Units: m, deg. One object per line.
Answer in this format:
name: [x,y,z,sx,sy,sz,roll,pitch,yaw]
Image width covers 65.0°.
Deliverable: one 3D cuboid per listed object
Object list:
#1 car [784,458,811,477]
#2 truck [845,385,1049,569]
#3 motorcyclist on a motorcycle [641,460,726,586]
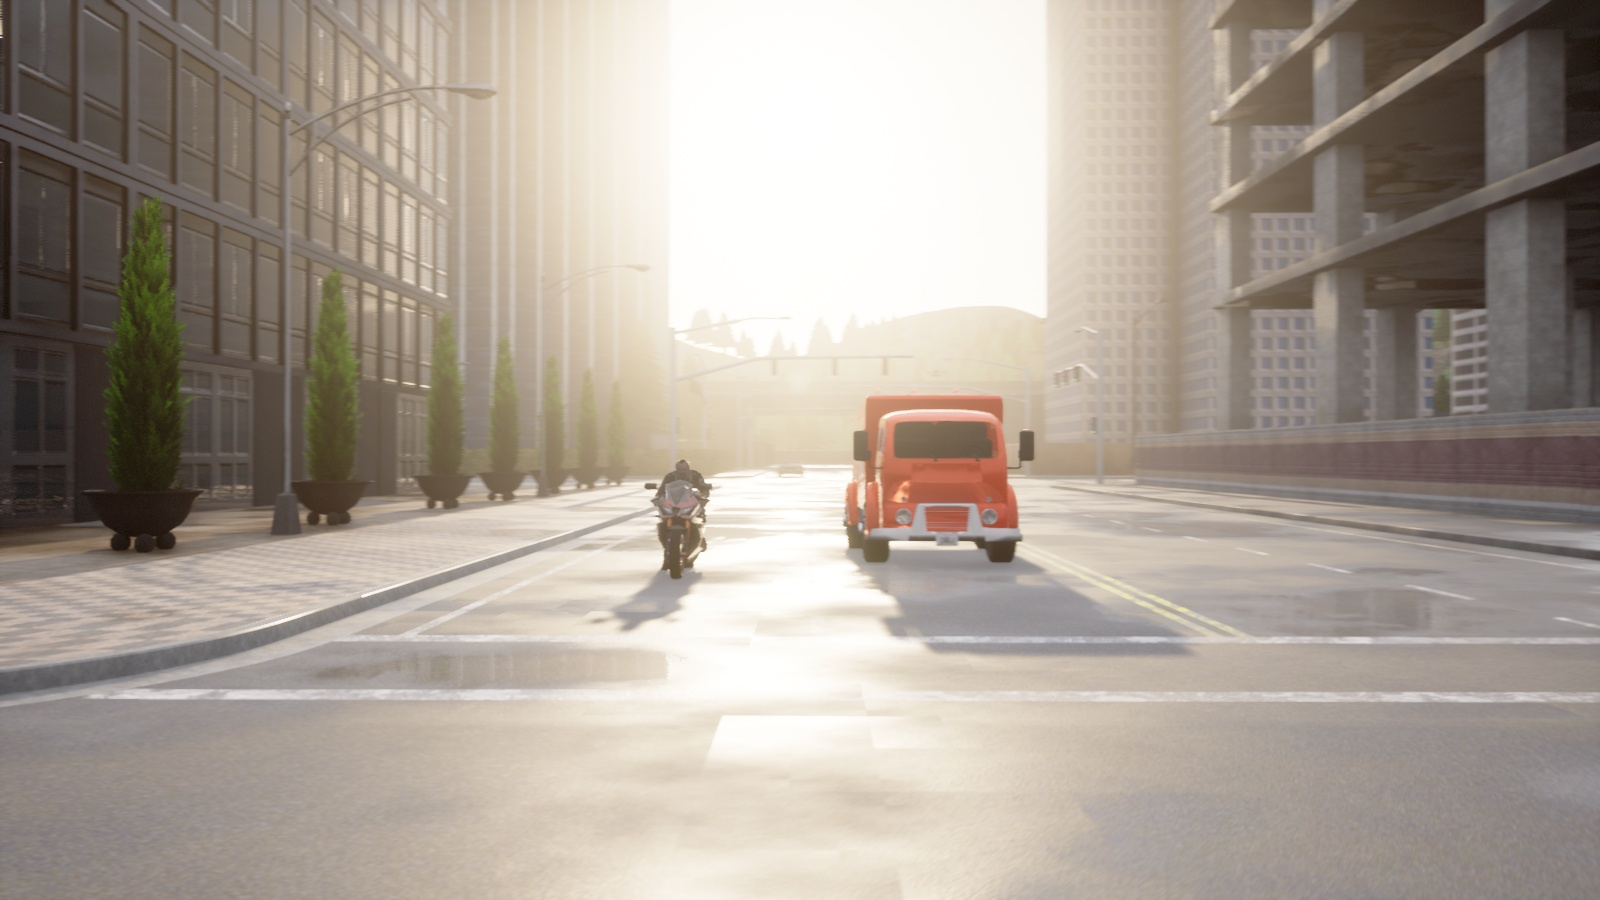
car: [-0.161,1.295,94.259,1.994,1.385,4.181,0,0,1]
truck: [2.060,0.376,19.450,2.627,2.467,5.204,0,0,1]
motorcyclist on a motorcycle: [-1.490,0.897,16.448,0.866,1.530,2.191,0,0,1]
